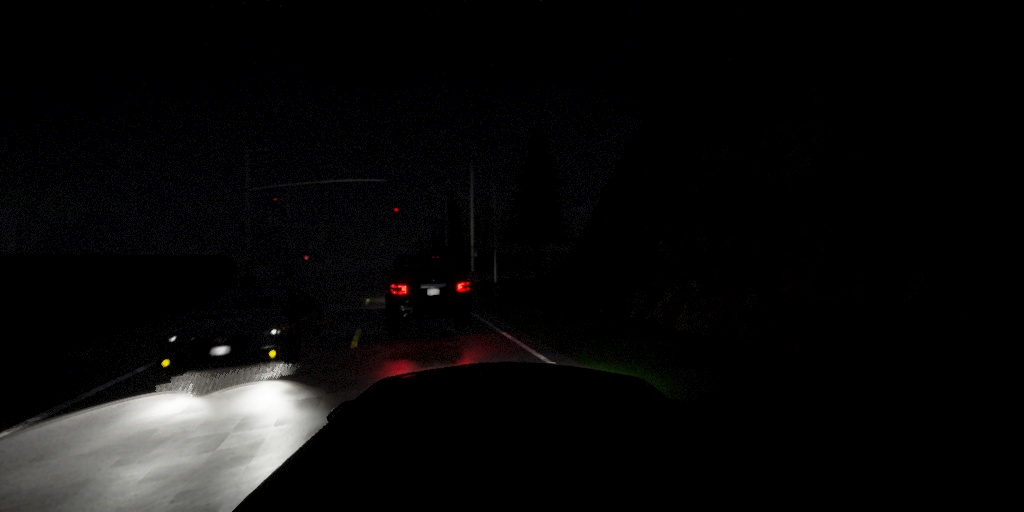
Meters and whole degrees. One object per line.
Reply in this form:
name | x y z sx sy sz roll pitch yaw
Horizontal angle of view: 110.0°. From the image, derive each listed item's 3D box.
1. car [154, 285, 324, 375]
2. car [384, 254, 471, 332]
car | -5.375 1.341 7.679 1.994 1.385 4.181 -1 0 -19
car | -2.800 0.956 11.249 2.150 2.045 5.566 -1 0 -19
